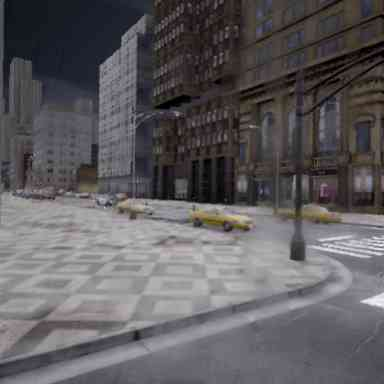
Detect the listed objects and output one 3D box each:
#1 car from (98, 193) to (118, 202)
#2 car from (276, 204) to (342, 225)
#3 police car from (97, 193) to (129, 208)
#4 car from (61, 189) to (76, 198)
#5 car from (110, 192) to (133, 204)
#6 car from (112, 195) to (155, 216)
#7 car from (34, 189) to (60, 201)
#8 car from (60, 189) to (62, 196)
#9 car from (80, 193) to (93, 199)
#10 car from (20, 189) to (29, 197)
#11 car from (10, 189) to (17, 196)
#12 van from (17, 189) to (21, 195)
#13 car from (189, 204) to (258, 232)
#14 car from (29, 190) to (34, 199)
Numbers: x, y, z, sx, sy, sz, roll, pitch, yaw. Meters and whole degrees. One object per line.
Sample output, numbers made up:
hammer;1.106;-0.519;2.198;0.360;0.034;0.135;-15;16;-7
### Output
car;-14.366;0.929;56.731;1.887;1.381;4.507;2;0;-35
car;8.460;1.546;24.468;1.752;1.417;4.829;2;0;-35
police car;-9.849;1.055;40.351;2.038;1.542;4.974;1;0;-35
car;-27.563;0.560;75.385;1.752;1.417;4.829;2;0;-35
car;-11.088;0.915;52.103;1.967;1.590;4.097;2;0;-35
car;-4.845;1.235;28.517;1.752;1.417;4.829;2;0;-35
car;-24.587;0.479;56.432;2.192;1.841;5.009;2;0;-35
car;-30.732;0.268;79.876;2.192;1.841;5.009;2;0;-35
car;-20.916;0.790;65.988;1.802;1.307;4.206;2;0;-35
car;-34.417;0.345;70.319;1.967;1.590;4.097;2;0;-35
car;-44.247;0.238;84.206;1.802;1.307;4.206;2;0;-35
van;-37.689;0.162;74.949;1.690;1.788;3.998;2;0;-35
car;1.704;1.420;19.258;1.752;1.417;4.829;2;0;-35
car;-27.862;0.391;61.062;2.192;1.841;5.009;2;0;-35
